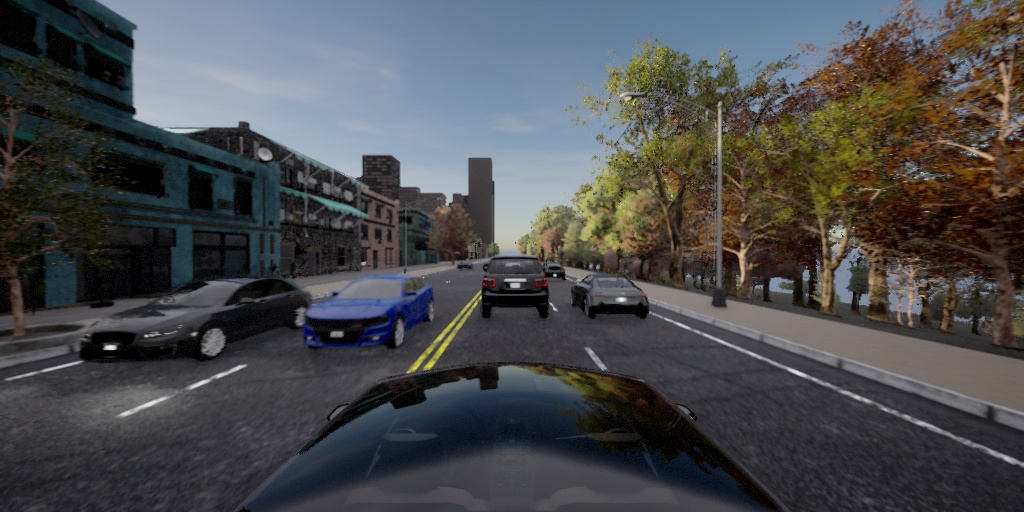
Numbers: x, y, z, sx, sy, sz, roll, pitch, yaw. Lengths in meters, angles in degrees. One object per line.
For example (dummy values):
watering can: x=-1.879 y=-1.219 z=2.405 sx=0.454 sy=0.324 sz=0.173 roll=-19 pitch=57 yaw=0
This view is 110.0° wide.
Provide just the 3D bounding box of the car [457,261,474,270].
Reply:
car: x=-6.581 y=1.325 z=50.483 sx=1.895 sy=1.301 sz=4.718 roll=0 pitch=0 yaw=0

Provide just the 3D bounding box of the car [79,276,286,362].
car: x=-6.601 y=1.252 z=8.318 sx=1.837 sy=1.490 sz=4.892 roll=0 pitch=0 yaw=0

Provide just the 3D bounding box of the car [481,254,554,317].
car: x=0.099 y=0.966 z=13.308 sx=2.150 sy=2.045 sz=5.566 roll=0 pitch=0 yaw=0

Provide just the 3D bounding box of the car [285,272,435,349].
car: x=-3.352 y=1.224 z=9.362 sx=1.882 sy=1.535 sz=5.008 roll=0 pitch=0 yaw=0

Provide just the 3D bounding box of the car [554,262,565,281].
car: x=3.348 y=1.240 z=30.315 sx=1.837 sy=1.490 sz=4.892 roll=0 pitch=0 yaw=0

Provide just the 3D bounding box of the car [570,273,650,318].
car: x=3.348 y=1.309 z=12.978 sx=1.994 sy=1.385 sz=4.181 roll=0 pitch=0 yaw=0
